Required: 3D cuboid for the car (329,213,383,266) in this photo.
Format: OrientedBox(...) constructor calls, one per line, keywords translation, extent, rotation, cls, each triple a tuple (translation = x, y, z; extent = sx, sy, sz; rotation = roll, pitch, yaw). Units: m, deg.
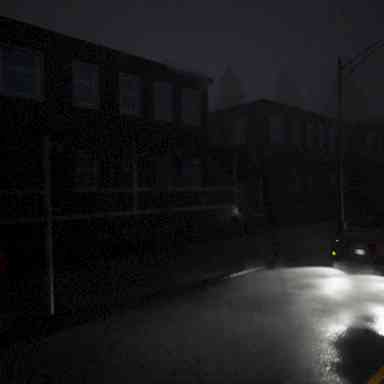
OrientedBox(translation=(5.951, 1.371, 10.161), extent=(4.181, 1.385, 1.994), rotation=(-1, 1, -41), cls="car")
